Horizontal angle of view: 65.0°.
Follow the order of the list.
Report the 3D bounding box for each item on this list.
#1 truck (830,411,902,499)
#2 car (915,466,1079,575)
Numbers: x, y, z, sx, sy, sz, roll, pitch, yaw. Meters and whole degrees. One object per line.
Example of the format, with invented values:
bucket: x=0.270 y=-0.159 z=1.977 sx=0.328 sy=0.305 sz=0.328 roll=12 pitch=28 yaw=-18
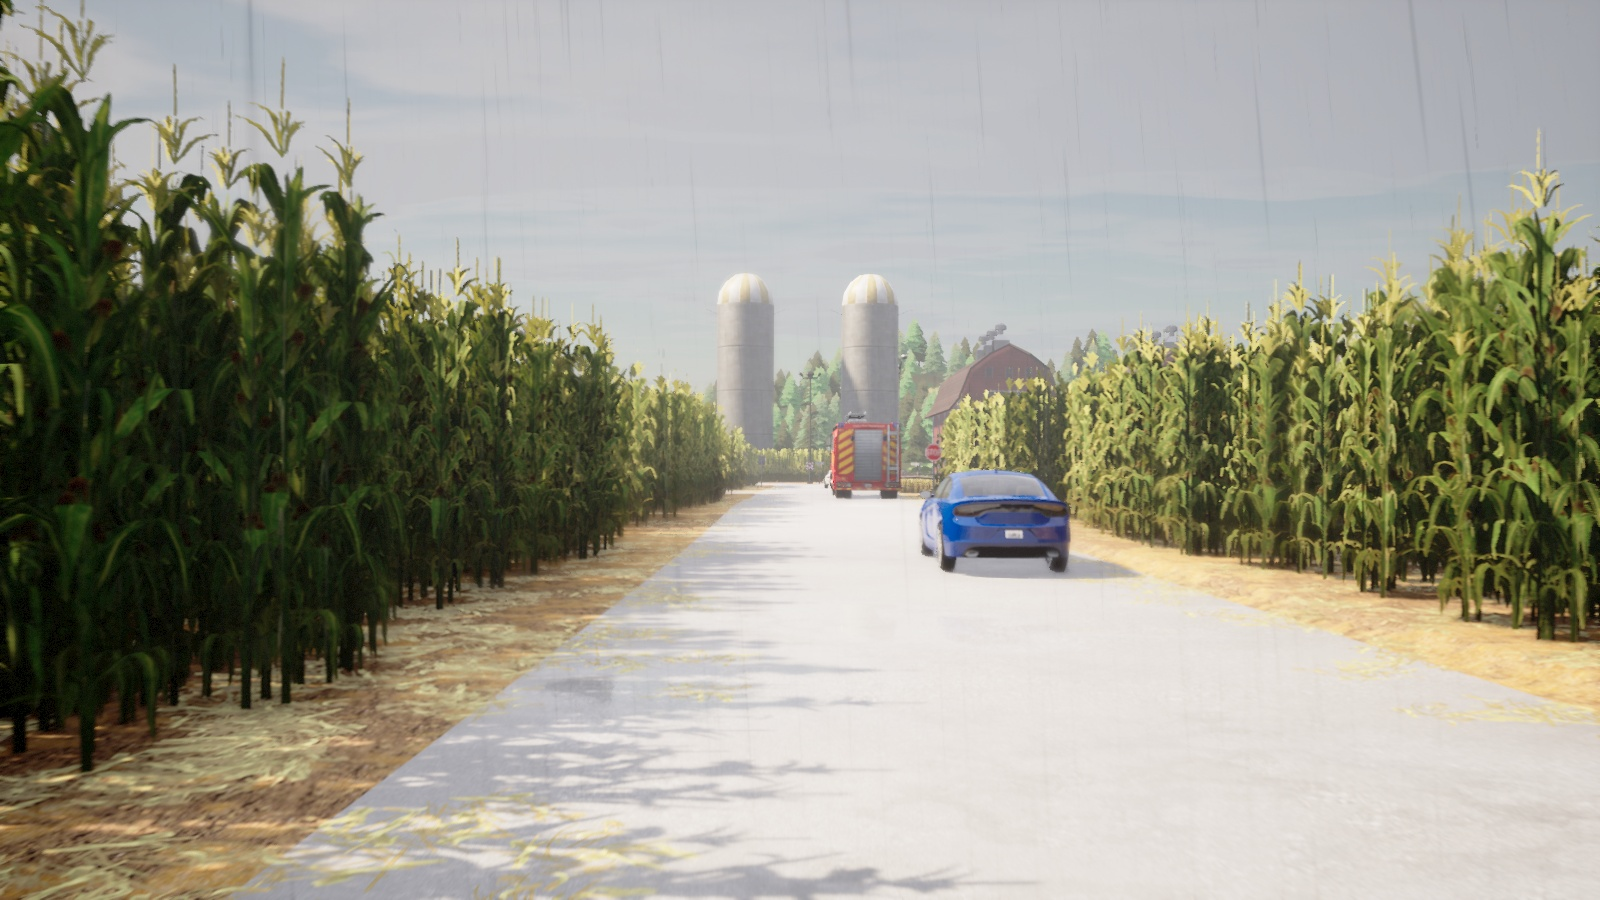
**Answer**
truck: x=2.951 y=0.269 z=58.866 sx=2.891 sy=3.827 sz=8.468 roll=0 pitch=-1 yaw=0
car: x=3.050 y=1.043 z=20.481 sx=1.882 sy=1.535 sz=5.008 roll=0 pitch=0 yaw=0
